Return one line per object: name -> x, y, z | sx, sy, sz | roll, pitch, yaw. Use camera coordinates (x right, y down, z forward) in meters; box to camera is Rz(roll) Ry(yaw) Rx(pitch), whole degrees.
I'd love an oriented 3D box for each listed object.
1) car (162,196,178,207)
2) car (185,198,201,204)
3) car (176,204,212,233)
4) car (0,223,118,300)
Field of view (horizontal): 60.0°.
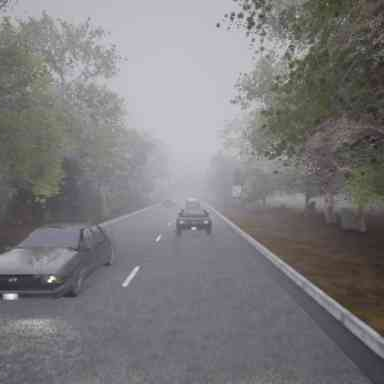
car -> -3.320, 1.354, 50.566 | 2.097, 1.767, 4.553 | 0, 0, 0
car -> 0.097, 1.487, 43.066 | 1.882, 1.535, 5.008 | 0, 0, 0
car -> 0.098, 1.612, 19.612 | 1.895, 1.301, 4.718 | 0, 0, 0
car -> -3.351, 1.553, 8.813 | 2.033, 1.411, 5.357 | 0, 0, 0
